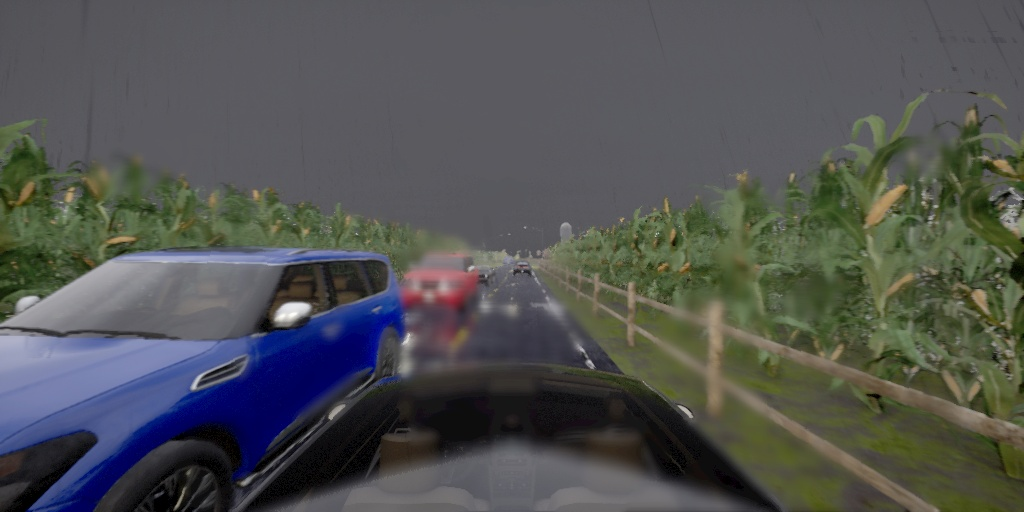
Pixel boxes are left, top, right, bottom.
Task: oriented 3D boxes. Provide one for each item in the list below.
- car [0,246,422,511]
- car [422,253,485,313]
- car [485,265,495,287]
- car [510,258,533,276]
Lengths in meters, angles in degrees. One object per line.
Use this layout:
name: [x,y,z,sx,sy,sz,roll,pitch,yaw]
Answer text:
car: [-2.839,0.913,3.729,2.150,2.045,5.566,1,0,2]
car: [-2.548,0.910,14.087,2.150,2.045,5.566,1,0,1]
car: [-2.248,1.291,24.437,1.895,1.301,4.718,1,0,2]
car: [1.086,1.264,37.886,1.837,1.490,4.892,1,0,2]
